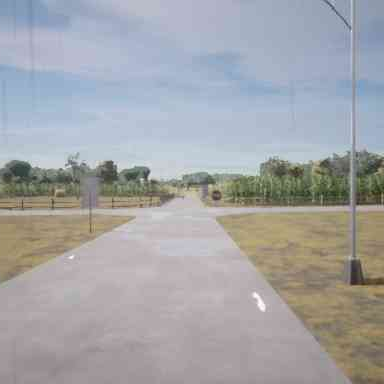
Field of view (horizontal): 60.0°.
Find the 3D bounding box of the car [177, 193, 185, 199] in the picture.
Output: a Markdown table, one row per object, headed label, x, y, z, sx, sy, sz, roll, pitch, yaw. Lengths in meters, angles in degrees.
| label | x | y | z | sx | sy | sz | roll | pitch | yaw |
| --- | --- | --- | --- | --- | --- | --- | --- | --- | --- |
| car | -2.723 | 1.064 | 83.063 | 1.812 | 1.442 | 4.674 | 0 | 1 | 0 |
